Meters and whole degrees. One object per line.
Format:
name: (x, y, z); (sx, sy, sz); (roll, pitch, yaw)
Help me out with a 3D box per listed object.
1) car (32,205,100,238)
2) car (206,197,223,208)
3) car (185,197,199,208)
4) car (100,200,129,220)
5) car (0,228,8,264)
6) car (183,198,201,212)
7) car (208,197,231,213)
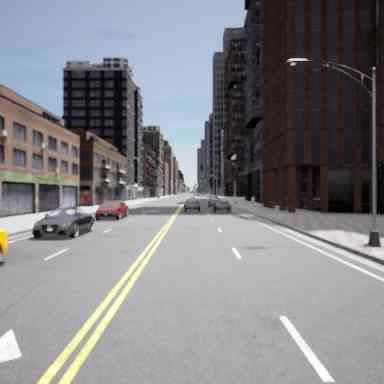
car: (-6.583, 1.554, 17.440); (1.994, 1.385, 4.181); (0, 0, 1)
car: (3.255, 1.451, 48.069); (2.128, 1.511, 4.902); (0, 0, 0)
car: (0.008, 1.522, 48.650); (1.994, 1.385, 4.181); (0, 0, 0)
car: (-6.563, 1.459, 27.861); (1.882, 1.535, 5.008); (0, 0, 0)
car: (-6.597, 1.473, 8.190); (1.882, 1.535, 5.008); (0, 0, 0)
car: (0.024, 1.463, 37.823); (2.128, 1.511, 4.902); (0, 0, 0)
car: (3.250, 1.464, 36.976); (2.128, 1.511, 4.902); (0, 0, 0)
